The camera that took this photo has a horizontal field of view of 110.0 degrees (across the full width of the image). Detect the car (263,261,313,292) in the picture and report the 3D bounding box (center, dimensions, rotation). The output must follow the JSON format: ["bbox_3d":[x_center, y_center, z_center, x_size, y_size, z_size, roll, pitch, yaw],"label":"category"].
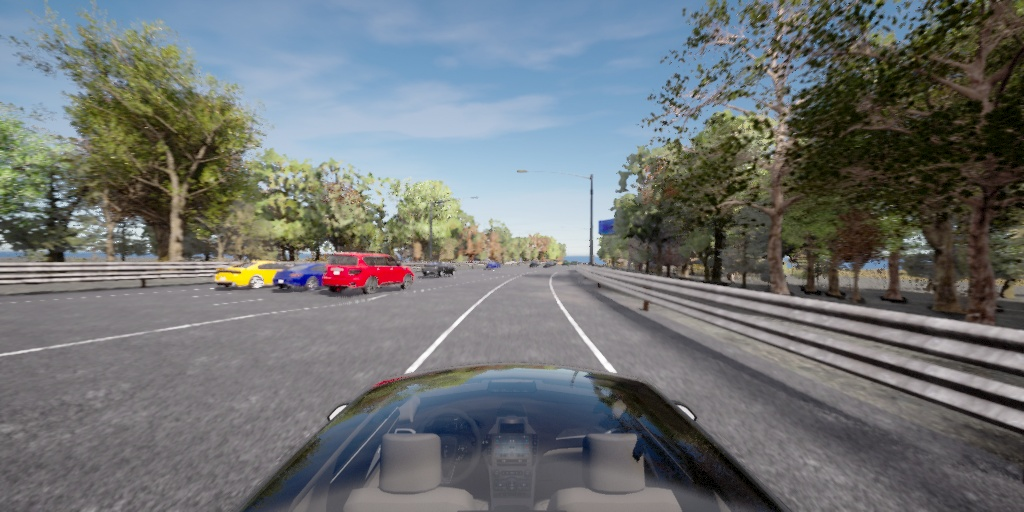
[{"bbox_3d":[-10.770,1.111,19.806,1.812,1.442,4.674,0,-1,14],"label":"car"}]

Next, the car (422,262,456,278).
[{"bbox_3d":[-7.030,1.298,35.019,2.128,1.511,4.902,0,-1,14],"label":"car"}]

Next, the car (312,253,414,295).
[{"bbox_3d":[-7.351,0.879,18.947,2.150,2.045,5.566,2,0,14],"label":"car"}]

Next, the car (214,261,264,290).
[{"bbox_3d":[-14.152,1.036,20.702,1.882,1.535,5.008,0,-1,14],"label":"car"}]

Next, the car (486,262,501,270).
[{"bbox_3d":[-3.291,1.743,65.056,1.812,1.442,4.674,0,-1,14],"label":"car"}]
